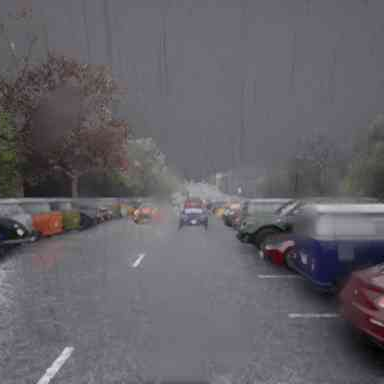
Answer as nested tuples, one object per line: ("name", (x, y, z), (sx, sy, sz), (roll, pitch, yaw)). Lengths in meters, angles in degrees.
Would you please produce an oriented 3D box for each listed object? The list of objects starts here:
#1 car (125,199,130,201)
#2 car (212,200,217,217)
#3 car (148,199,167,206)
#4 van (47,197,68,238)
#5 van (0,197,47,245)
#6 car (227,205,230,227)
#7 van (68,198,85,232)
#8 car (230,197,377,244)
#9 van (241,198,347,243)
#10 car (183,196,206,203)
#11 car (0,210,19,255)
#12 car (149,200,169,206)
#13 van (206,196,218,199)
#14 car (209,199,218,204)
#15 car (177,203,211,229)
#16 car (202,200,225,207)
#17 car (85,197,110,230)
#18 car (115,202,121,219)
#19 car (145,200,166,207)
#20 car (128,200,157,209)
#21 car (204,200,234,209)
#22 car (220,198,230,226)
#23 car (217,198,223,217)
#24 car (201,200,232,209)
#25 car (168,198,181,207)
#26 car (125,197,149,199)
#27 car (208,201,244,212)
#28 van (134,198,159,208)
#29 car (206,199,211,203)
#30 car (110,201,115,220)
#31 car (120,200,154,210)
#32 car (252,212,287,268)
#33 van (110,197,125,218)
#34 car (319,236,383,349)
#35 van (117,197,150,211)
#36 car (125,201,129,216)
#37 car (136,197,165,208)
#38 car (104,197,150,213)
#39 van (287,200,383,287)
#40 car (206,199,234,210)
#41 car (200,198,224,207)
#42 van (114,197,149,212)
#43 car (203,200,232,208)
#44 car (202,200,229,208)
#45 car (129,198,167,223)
("car", (-8.508, 1.819, 35.269), (5.008, 1.535, 2.097), (0, -1, 0))
("car", (4.747, 1.732, 29.606), (5.366, 1.575, 1.946), (0, -1, 0))
("car", (-8.510, 2.609, 82.221), (4.553, 1.767, 2.185), (0, -1, 0))
("van", (-8.645, 1.300, 15.884), (4.442, 1.987, 1.878), (0, -1, 0))
("van", (-8.414, 1.256, 12.981), (4.442, 1.987, 1.878), (0, 0, 0))
("car", (4.551, 1.607, 18.501), (4.674, 1.452, 2.002), (0, -1, 0))
("van", (-8.643, 1.340, 18.529), (4.442, 1.987, 1.878), (0, -1, 0))
("car", (4.521, 1.232, 12.954), (5.566, 2.045, 2.435), (0, -1, 0))
("van", (4.668, 1.300, 15.730), (4.442, 1.987, 1.878), (0, -1, 0))
("car", (0.136, 1.641, 40.781), (2.150, 2.045, 5.566), (0, -1, -1))
("car", (-8.538, 1.469, 10.360), (5.008, 1.535, 2.097), (0, 0, 0))
("car", (-8.472, 2.801, 84.989), (5.008, 1.535, 2.097), (0, -1, 0))
("van", (4.460, 1.804, 49.040), (4.442, 1.987, 1.878), (0, -1, 0))
("car", (4.559, 1.821, 35.157), (4.892, 1.521, 2.231), (0, -1, 0))
("car", (0.115, 1.672, 22.460), (1.812, 1.442, 4.674), (0, -1, 0))
("car", (4.587, 2.476, 71.231), (4.892, 1.521, 2.231), (0, -1, 0))
("car", (-8.496, 1.357, 21.299), (5.566, 2.045, 2.435), (0, -1, 0))
("car", (-8.518, 1.734, 26.960), (4.674, 1.452, 2.002), (0, -1, 0))
("car", (-8.480, 2.646, 76.803), (4.674, 1.452, 2.002), (0, -1, 0))
("car", (-8.526, 2.193, 57.425), (4.792, 1.488, 2.163), (0, -1, 0))
("car", (4.588, 2.165, 57.365), (4.892, 1.521, 2.231), (0, -1, 0))
("car", (4.589, 1.526, 24.056), (4.553, 1.767, 2.185), (0, -1, 0))
("car", (4.591, 1.568, 26.832), (4.553, 1.767, 2.185), (0, -1, 0))
("car", (4.399, 2.215, 60.132), (5.366, 1.575, 1.946), (0, -1, 0))
("car", (-3.448, 2.449, 69.382), (1.837, 1.490, 4.892), (0, -1, 0))
("car", (-8.482, 1.652, 40.814), (5.566, 2.045, 2.435), (0, -1, 0))
("car", (4.603, 2.017, 46.260), (4.792, 1.488, 2.163), (0, -1, 0))
("van", (-8.610, 2.049, 62.840), (4.442, 1.987, 1.878), (0, -1, 0))
("car", (4.601, 1.975, 43.485), (4.792, 1.488, 2.163), (0, -1, 0))
("car", (-8.517, 1.651, 24.190), (5.008, 1.535, 2.097), (0, -1, 0))
("car", (-8.507, 2.071, 51.889), (5.008, 1.535, 2.097), (0, -1, 0))
("car", (4.518, 1.500, 10.200), (4.792, 1.488, 2.163), (0, 0, 0))
("van", (-8.635, 1.508, 29.608), (4.442, 1.987, 1.878), (0, -1, 0))
("car", (4.540, 1.516, 4.642), (4.674, 1.452, 2.002), (0, 0, 0))
("van", (-8.620, 1.803, 49.123), (4.442, 1.987, 1.878), (0, -1, 0))
("car", (-8.519, 1.816, 32.374), (4.674, 1.452, 2.002), (0, -1, 0))
("car", (-8.518, 2.157, 68.503), (5.566, 2.045, 2.435), (0, -1, 0))
("car", (-8.479, 1.694, 43.584), (5.566, 2.045, 2.435), (0, -1, 0))
("van", (4.662, 1.248, 7.418), (4.442, 1.987, 1.878), (0, 0, 0))
("car", (4.549, 1.991, 54.588), (4.553, 1.767, 2.185), (0, -1, 0))
("car", (4.569, 2.356, 76.788), (5.566, 2.045, 2.435), (0, -1, 0))
("van", (-8.389, 1.761, 46.353), (4.442, 1.987, 1.878), (0, -1, 0))
("car", (4.772, 2.273, 62.784), (5.366, 1.575, 1.946), (0, -1, 0))
("car", (4.776, 2.406, 68.456), (5.366, 1.575, 1.946), (0, -1, 0))
("car", (-3.576, 1.580, 27.864), (2.097, 1.767, 4.553), (0, -1, 0))
